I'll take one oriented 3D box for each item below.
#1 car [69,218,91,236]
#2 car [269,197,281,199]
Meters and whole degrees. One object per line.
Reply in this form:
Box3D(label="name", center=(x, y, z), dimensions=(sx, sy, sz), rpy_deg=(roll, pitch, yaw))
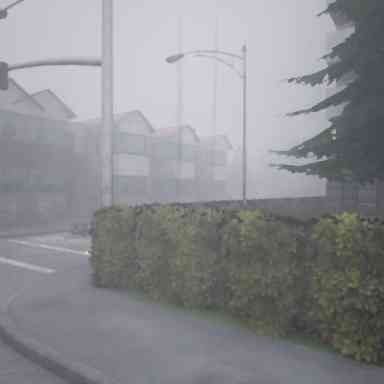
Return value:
Box3D(label="car", center=(-4.796, 1.731, 19.310), dimensions=(1.812, 1.442, 4.674), rpy_deg=(0, 1, 36))
Box3D(label="car", center=(9.372, 1.344, 39.177), dimensions=(2.097, 1.767, 4.553), rpy_deg=(0, 0, 36))
